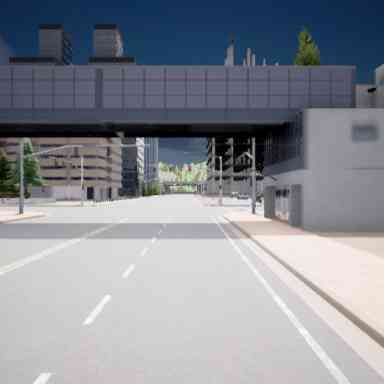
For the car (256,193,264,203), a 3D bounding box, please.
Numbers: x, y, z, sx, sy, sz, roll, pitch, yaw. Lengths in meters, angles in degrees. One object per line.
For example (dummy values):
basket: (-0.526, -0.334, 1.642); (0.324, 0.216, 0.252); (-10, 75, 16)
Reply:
car: (13.132, 1.119, 61.628); (1.932, 1.855, 4.605); (0, 0, 0)
